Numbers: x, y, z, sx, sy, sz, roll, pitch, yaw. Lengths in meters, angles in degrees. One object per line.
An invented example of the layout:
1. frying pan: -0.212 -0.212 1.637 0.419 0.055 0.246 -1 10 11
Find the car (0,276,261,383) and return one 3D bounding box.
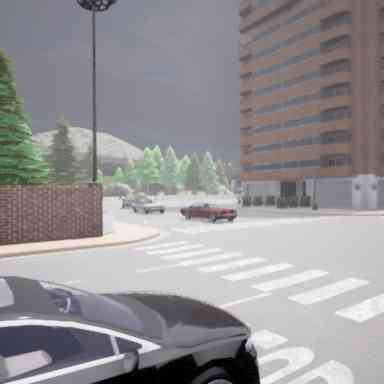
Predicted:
1. car: -1.547 1.490 2.643 4.902 1.511 2.128 -1 0 -35

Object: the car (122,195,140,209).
1. car: -7.852 1.319 42.115 1.812 1.442 4.674 0 0 -11

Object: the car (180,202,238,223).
1. car: 1.155 1.420 24.108 1.895 1.301 4.718 -1 0 -35

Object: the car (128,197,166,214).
1. car: -4.296 1.416 32.554 1.895 1.301 4.718 -1 0 -30

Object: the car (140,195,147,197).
1. car: -8.162 1.249 52.474 1.837 1.490 4.892 0 0 9
